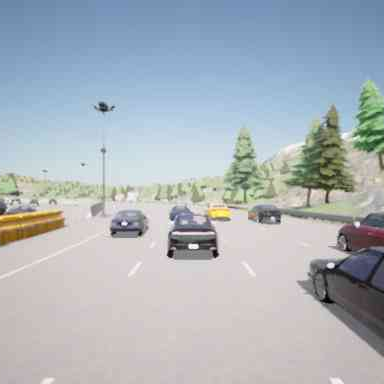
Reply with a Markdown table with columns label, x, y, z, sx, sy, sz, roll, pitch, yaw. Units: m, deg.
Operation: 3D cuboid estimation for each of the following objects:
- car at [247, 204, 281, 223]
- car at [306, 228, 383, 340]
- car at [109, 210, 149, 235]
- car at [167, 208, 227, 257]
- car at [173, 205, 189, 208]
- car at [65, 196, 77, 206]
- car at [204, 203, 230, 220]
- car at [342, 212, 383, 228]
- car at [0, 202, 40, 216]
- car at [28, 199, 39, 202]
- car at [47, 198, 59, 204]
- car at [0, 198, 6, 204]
| label | x | y | z | sx | sy | sz | roll | pitch | yaw |
| --- | --- | --- | --- | --- | --- | --- | --- | --- | --- |
| car | 6.150 | 1.827 | 28.686 | 1.837 | 1.490 | 4.892 | 0 | 0 | -6 |
| car | 3.585 | 1.609 | 5.355 | 2.033 | 1.411 | 5.357 | 0 | -1 | 0 |
| car | -3.743 | 1.776 | 20.357 | 2.033 | 1.411 | 5.357 | 0 | -1 | -3 |
| car | 0.008 | 1.646 | 13.650 | 2.128 | 1.511 | 4.902 | 0 | -1 | -1 |
| car | -1.081 | 1.905 | 30.445 | 1.994 | 1.385 | 4.181 | 0 | -1 | -6 |
| car | -25.251 | 1.848 | 69.338 | 2.150 | 2.045 | 5.566 | 0 | -1 | -21 |
| car | 2.299 | 1.834 | 31.860 | 1.882 | 1.535 | 5.008 | 0 | -1 | -7 |
| car | 7.029 | 1.484 | 11.815 | 2.097 | 1.767 | 4.553 | 0 | -1 | -1 |
| car | -15.344 | 1.901 | 30.156 | 1.994 | 1.385 | 4.181 | 0 | -1 | -7 |
| car | -32.235 | 2.160 | 67.949 | 1.837 | 1.490 | 4.892 | 0 | -1 | -22 |
| car | -29.167 | 2.079 | 69.688 | 1.837 | 1.490 | 4.892 | 0 | -1 | -22 |
| car | -18.856 | 1.560 | 30.341 | 2.150 | 2.045 | 5.566 | 0 | -1 | -7 |
